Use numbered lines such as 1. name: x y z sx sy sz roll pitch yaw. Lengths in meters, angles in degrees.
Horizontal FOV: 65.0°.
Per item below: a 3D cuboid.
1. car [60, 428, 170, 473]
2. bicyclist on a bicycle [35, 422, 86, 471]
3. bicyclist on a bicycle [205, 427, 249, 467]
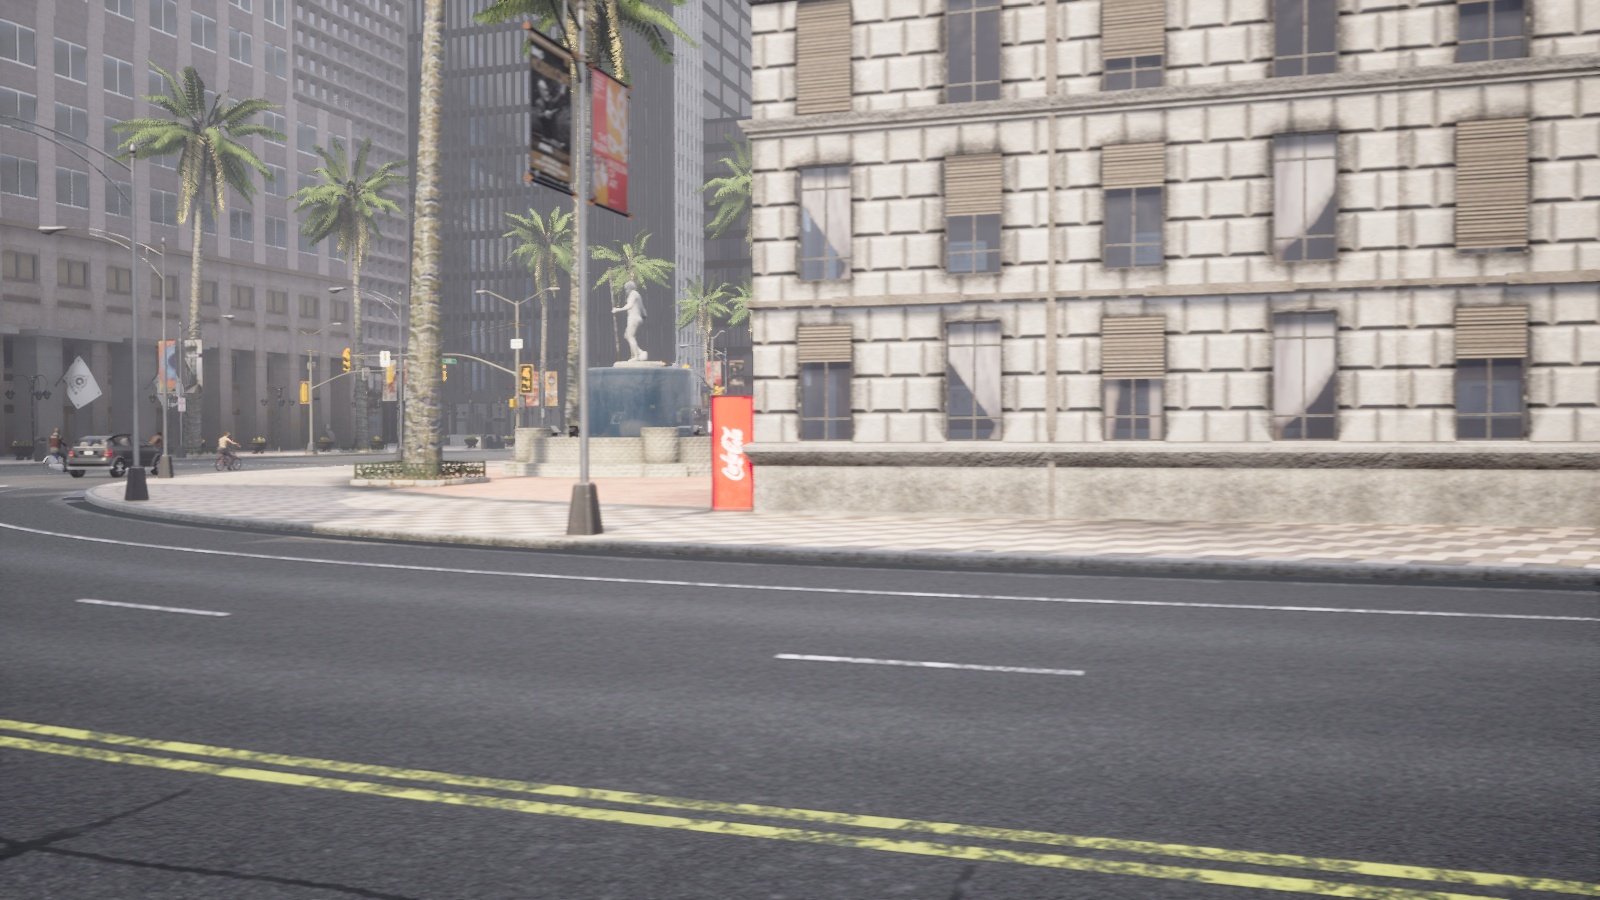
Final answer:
1. car: -24.494 -0.005 45.071 1.789 1.549 3.705 0 1 3
2. bicyclist on a bicycle: -27.753 -0.158 47.156 0.659 1.776 1.843 0 2 7
3. bicyclist on a bicycle: -23.324 -0.138 51.144 0.866 1.612 1.509 0 1 16
